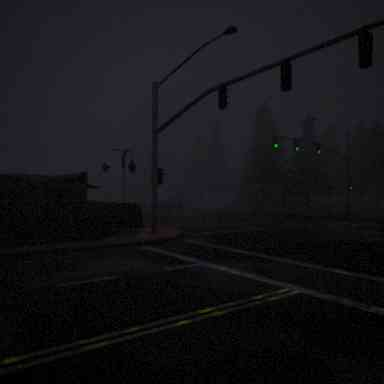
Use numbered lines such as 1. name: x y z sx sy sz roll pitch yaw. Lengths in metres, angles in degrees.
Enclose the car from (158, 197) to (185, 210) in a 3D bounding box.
1. car: -2.968 1.478 45.035 2.097 1.767 4.553 0 0 -37
